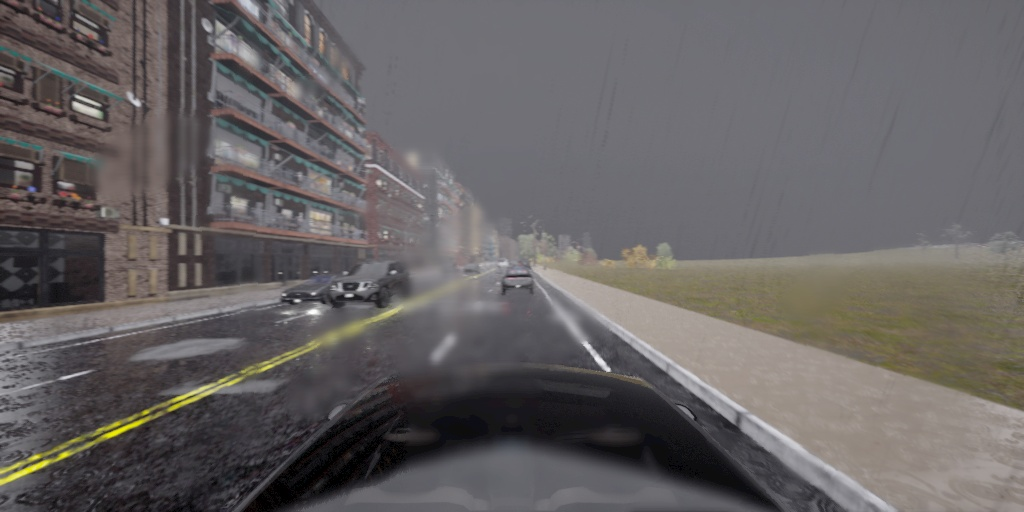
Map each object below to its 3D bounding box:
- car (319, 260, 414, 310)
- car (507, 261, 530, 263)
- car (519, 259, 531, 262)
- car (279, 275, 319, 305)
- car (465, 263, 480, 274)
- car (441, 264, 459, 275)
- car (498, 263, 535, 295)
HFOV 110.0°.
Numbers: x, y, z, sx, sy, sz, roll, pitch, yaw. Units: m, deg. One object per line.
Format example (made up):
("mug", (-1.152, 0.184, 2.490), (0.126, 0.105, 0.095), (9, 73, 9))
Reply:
("car", (-6.345, 1.236, 16.877), (2.150, 2.045, 5.566), (-1, -1, 1))
("car", (0.681, 1.604, 38.022), (2.033, 1.411, 5.357), (-1, 0, 1))
("car", (2.184, 1.469, 63.346), (2.150, 2.045, 5.566), (-1, 0, 1))
("car", (-9.541, 1.640, 18.680), (2.033, 1.411, 5.357), (-1, -1, 1))
("car", (-5.703, 1.810, 52.112), (1.837, 1.490, 4.892), (-1, 0, 1))
("car", (-8.952, 1.875, 52.170), (1.837, 1.490, 4.892), (-1, 0, 1))
("car", (0.371, 1.411, 21.370), (2.128, 1.511, 4.902), (-1, 0, 1))
